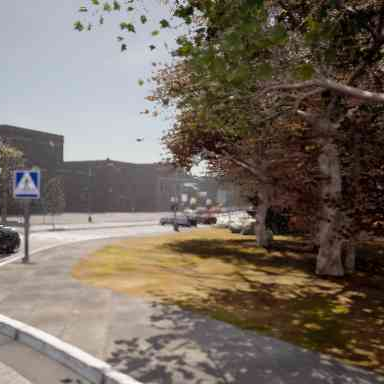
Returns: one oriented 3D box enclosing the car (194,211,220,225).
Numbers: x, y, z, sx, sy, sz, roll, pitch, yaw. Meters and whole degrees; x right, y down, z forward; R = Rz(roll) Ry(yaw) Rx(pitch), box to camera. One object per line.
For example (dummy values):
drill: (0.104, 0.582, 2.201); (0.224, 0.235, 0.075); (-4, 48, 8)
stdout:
car: (2.215, 3.948, 48.994); (1.882, 1.535, 5.008); (0, -2, 18)

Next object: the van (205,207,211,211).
van: (2.852, 5.122, 88.572); (1.878, 1.987, 4.442); (0, -2, 18)

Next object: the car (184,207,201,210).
car: (-0.525, 4.680, 78.108); (2.435, 2.045, 5.566); (0, -2, 18)

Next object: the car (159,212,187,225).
car: (-2.602, 3.717, 44.405); (2.033, 1.411, 5.357); (0, -3, 18)

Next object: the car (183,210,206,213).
car: (0.414, 4.167, 54.081); (2.033, 1.411, 5.357); (0, -2, 18)

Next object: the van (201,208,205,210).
van: (1.149, 4.914, 83.297); (1.878, 1.987, 4.442); (0, -2, 18)

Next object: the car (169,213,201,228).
car: (-0.757, 3.497, 39.581); (1.994, 1.385, 4.181); (0, -4, 18)

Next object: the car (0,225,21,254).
car: (-7.309, 1.544, 10.843); (1.994, 1.385, 4.181); (0, -1, -5)
